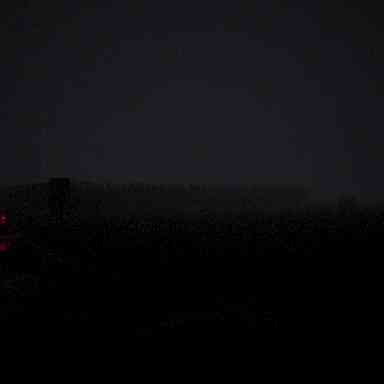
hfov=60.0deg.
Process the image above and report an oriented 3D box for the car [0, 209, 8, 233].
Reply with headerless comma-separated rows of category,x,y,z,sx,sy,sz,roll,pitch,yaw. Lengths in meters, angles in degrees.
car,-13.430,1.691,21.678,2.097,1.767,4.553,-1,0,-36
